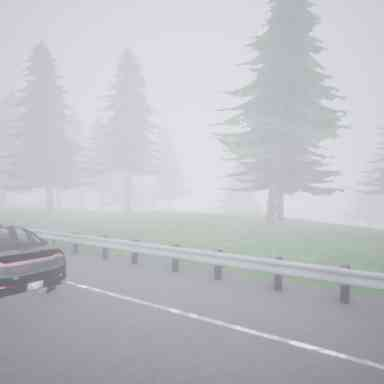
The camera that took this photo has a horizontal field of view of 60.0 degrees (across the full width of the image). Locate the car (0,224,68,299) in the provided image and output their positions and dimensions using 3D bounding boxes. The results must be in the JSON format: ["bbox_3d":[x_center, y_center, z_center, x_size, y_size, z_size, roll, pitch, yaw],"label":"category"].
[{"bbox_3d":[-4.805,1.468,7.424,4.902,1.511,2.128,0,0,36],"label":"car"}]
